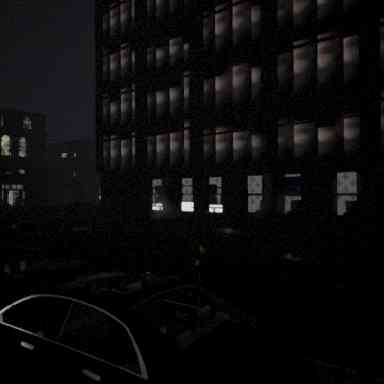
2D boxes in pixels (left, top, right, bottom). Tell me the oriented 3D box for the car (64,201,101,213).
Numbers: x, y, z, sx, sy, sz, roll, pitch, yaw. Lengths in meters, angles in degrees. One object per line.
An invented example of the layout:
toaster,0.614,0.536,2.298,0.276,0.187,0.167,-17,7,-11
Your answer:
car,-12.191,1.679,37.295,1.802,1.307,4.206,-1,-1,36

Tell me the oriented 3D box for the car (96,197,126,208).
car,-12.407,1.638,51.201,1.967,1.590,4.097,-1,-1,36

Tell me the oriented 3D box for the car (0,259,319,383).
car,-0.982,1.551,3.579,4.403,1.369,2.008,0,0,35
